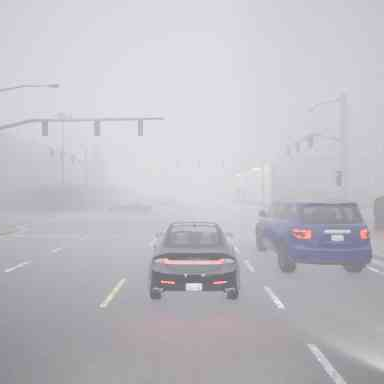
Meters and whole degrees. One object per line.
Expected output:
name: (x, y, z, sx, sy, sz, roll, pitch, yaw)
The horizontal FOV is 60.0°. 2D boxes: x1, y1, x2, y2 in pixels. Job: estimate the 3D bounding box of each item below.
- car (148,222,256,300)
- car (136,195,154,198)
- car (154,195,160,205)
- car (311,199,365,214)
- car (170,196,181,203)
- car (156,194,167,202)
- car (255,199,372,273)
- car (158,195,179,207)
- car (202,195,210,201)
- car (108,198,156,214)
car: (0.055, 1.491, 8.396, 2.128, 1.511, 4.902, 0, 0, 0)
car: (-7.153, 1.349, 47.272, 2.097, 1.767, 4.553, 0, 0, 2)
car: (-7.094, 1.348, 56.096, 2.097, 1.767, 4.553, 0, 0, 0)
car: (15.571, 1.555, 35.638, 4.892, 1.490, 1.837, -1, 0, 0)
car: (-3.512, 1.535, 71.885, 2.033, 1.411, 5.357, 0, 0, 0)
car: (-7.013, 1.350, 76.464, 2.097, 1.767, 4.553, 0, 0, 0)
car: (3.570, 1.221, 10.841, 2.150, 2.045, 5.566, 0, 0, 0)
car: (-3.595, 1.544, 51.890, 2.033, 1.411, 5.357, 0, 0, 0)
car: (3.486, 1.519, 81.226, 2.128, 1.511, 4.902, 0, 0, 0)
car: (-6.542, 1.619, 35.586, 4.718, 1.301, 1.895, 0, 0, 0)
